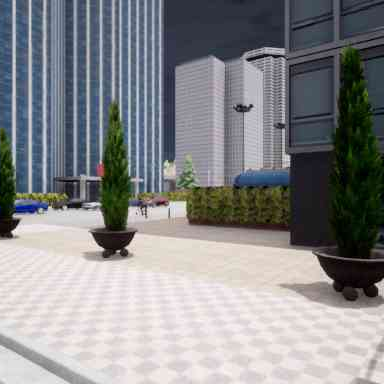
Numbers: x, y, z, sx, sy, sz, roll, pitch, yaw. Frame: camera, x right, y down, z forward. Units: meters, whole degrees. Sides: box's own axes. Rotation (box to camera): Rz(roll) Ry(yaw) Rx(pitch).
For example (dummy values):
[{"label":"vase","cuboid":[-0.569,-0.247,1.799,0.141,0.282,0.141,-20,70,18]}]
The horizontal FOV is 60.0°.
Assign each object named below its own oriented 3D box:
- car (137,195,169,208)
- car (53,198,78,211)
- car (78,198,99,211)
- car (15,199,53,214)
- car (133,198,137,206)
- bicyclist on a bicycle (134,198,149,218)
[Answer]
[{"label":"car","cuboid":[-5.489,1.356,49.816,2.097,1.767,4.553,0,0,35]},{"label":"car","cuboid":[-15.214,1.481,42.085,1.882,1.535,5.008,0,0,35]},{"label":"car","cuboid":[-11.337,1.604,41.515,1.895,1.301,4.718,0,0,35]},{"label":"car","cuboid":[-17.047,1.481,33.382,1.882,1.535,5.008,0,0,35]},{"label":"car","cuboid":[-9.286,1.551,50.510,2.033,1.411,5.357,0,0,35]},{"label":"bicyclist on a bicycle","cuboid":[-4.073,1.303,26.656,1.656,1.620,0.582,0,0,35]}]
